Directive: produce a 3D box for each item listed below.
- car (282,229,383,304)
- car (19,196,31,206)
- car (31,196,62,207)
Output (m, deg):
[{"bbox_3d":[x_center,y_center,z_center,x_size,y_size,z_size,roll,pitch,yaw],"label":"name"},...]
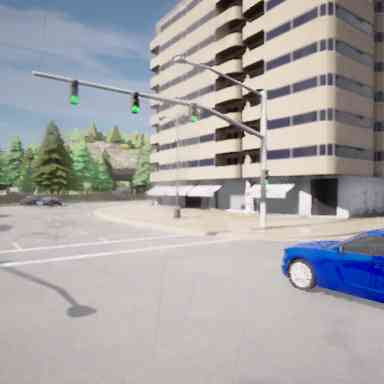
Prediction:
[{"bbox_3d":[4.128,1.465,6.697,1.882,1.535,5.008,0,0,-35],"label":"car"},{"bbox_3d":[-23.136,1.309,48.573,1.837,1.490,4.892,0,0,8],"label":"car"},{"bbox_3d":[-19.887,1.342,46.377,1.812,1.442,4.674,0,0,7],"label":"car"}]
